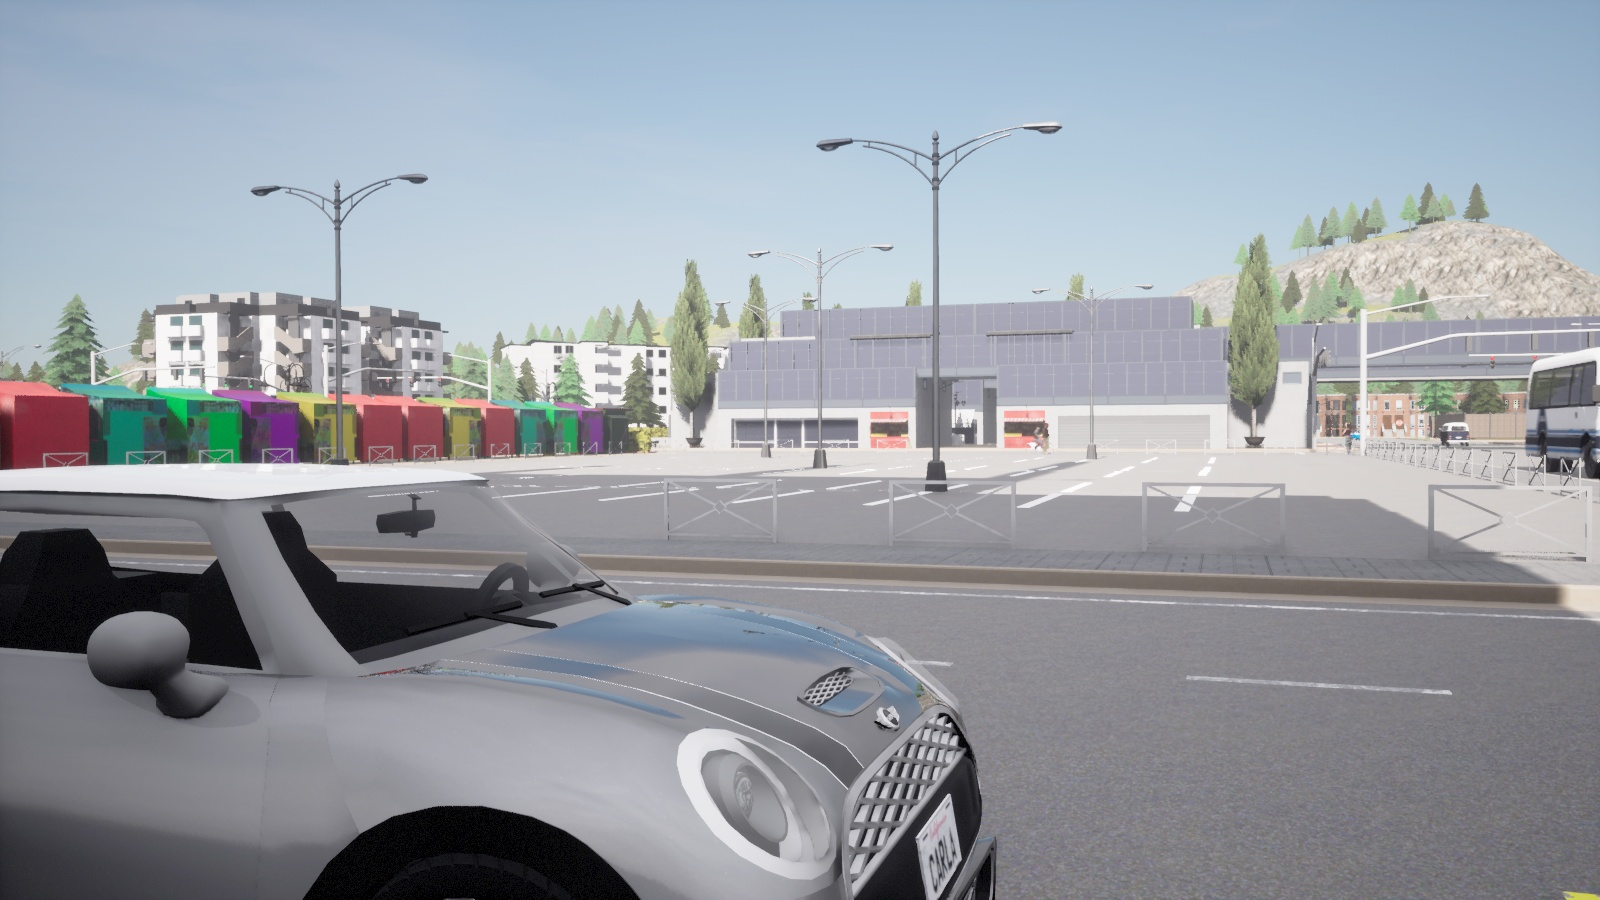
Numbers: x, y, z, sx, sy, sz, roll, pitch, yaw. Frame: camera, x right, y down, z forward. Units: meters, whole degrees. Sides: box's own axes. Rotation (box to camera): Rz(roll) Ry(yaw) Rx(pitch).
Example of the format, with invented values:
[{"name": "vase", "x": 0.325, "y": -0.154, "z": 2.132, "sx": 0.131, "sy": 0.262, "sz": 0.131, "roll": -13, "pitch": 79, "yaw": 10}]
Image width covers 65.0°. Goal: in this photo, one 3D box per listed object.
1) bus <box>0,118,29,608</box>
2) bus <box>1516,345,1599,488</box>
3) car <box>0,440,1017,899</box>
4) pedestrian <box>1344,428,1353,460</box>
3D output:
[{"name": "bus", "x": -12.057, "y": -0.799, "z": 12.748, "sx": 10.273, "sy": 4.253, "sz": 3.944, "roll": 1, "pitch": 2, "yaw": 39}, {"name": "bus", "x": 27.088, "y": -1.058, "z": 41.572, "sx": 3.944, "sy": 4.253, "sz": 10.273, "roll": 1, "pitch": 1, "yaw": 18}, {"name": "car", "x": -1.428, "y": 0.728, "z": 3.672, "sx": 3.806, "sy": 1.475, "sz": 1.970, "roll": 1, "pitch": 1, "yaw": 18}, {"name": "pedestrian", "x": 31.561, "y": -0.368, "z": 72.291, "sx": 0.345, "sy": 1.836, "sz": 0.594, "roll": 0, "pitch": 1, "yaw": 13}]
